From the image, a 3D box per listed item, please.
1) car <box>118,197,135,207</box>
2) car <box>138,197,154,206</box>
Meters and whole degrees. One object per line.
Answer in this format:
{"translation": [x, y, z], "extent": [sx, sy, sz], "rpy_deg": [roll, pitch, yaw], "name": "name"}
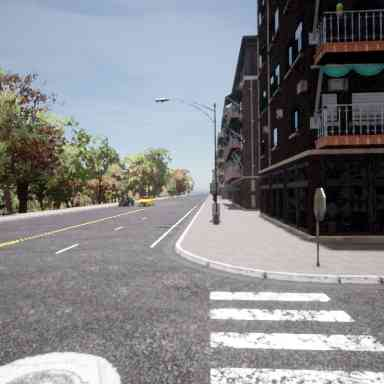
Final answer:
{"translation": [-10.548, 1.553, 53.831], "extent": [1.837, 1.490, 4.892], "rpy_deg": [-1, 0, 3], "name": "car"}
{"translation": [-7.305, 1.481, 53.636], "extent": [1.882, 1.535, 5.008], "rpy_deg": [-1, 0, 3], "name": "car"}
